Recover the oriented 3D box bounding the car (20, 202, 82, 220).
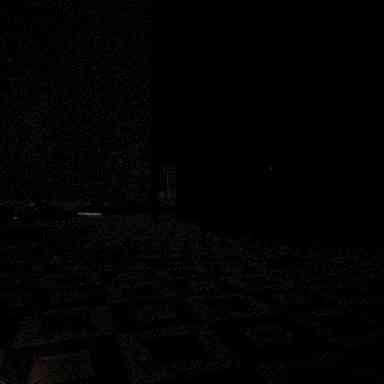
[{"bbox_3d":[-13.059,1.822,30.926,1.752,1.417,4.829,-1,-2,35],"label":"car"}]

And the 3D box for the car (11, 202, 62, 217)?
[{"bbox_3d":[-16.679,1.849,35.927,1.812,1.442,4.674,0,-1,36],"label":"car"}]

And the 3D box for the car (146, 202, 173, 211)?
[{"bbox_3d":[-5.034,2.214,52.175,1.994,1.385,4.181,0,-1,37],"label":"car"}]

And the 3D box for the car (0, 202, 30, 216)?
[{"bbox_3d":[-20.093,1.839,35.743,2.008,1.369,4.403,-1,-1,35],"label":"car"}]

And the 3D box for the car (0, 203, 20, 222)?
[{"bbox_3d":[-16.434,1.772,26.193,1.947,1.339,4.313,-1,-2,35],"label":"car"}]

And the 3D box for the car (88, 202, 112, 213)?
[{"bbox_3d":[-10.893,2.009,44.023,1.812,1.442,4.674,0,-1,35],"label":"car"}]

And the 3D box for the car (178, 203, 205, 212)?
[{"bbox_3d":[-0.046,2.244,49.171,1.802,1.307,4.206,-1,-2,36],"label":"car"}]

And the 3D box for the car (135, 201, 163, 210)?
[{"bbox_3d":[-6.987,2.207,54.122,2.008,1.369,4.403,-1,-2,35],"label":"car"}]

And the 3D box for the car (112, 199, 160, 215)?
[{"bbox_3d":[-6.605,1.789,39.983,2.192,1.841,5.009,-1,-2,35],"label":"car"}]

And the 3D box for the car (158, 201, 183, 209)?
[{"bbox_3d":[-3.710,2.302,58.716,2.008,1.369,4.403,-1,-2,35],"label":"car"}]

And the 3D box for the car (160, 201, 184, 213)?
[{"bbox_3d":[-3.327,2.111,44.572,1.887,1.381,4.507,-1,-2,35],"label":"car"}]

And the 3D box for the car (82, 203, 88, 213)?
[{"bbox_3d":[-13.540,2.013,44.933,1.887,1.381,4.507,-1,-2,35],"label":"car"}]
